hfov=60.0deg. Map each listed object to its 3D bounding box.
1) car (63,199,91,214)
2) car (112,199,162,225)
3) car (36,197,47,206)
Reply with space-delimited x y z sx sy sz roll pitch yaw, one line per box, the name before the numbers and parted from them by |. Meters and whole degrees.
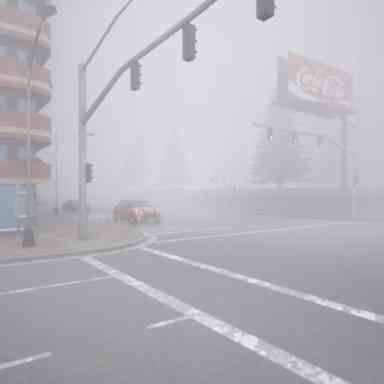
car | -12.354 1.471 35.596 2.128 1.511 4.902 0 0 -36
car | -4.033 1.333 24.093 2.097 1.767 4.553 0 0 -36
car | -24.231 1.465 52.172 1.882 1.535 5.008 0 0 -36
